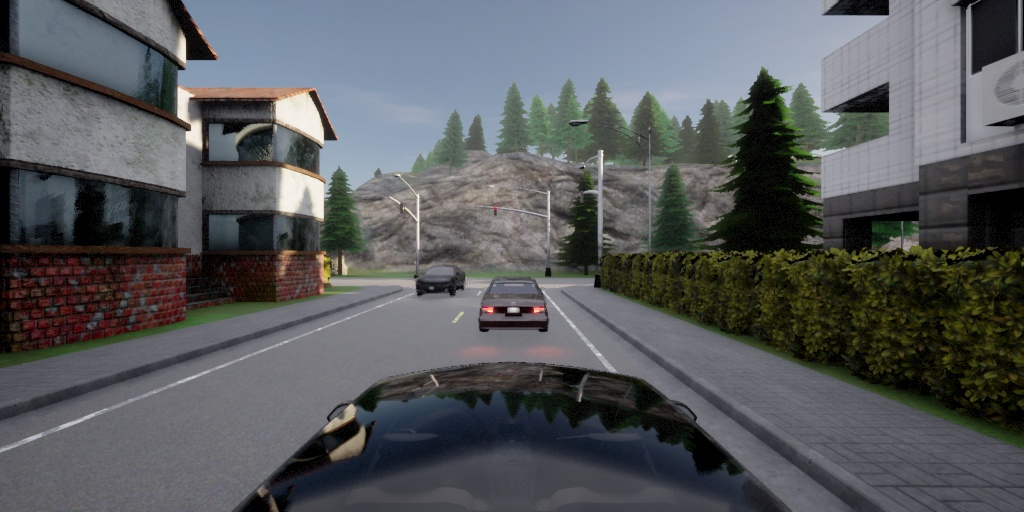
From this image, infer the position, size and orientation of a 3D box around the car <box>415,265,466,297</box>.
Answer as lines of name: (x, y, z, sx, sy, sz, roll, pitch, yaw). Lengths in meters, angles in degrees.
car: (-3.721, 1.227, 19.279, 1.882, 1.535, 5.008, -1, 0, 1)

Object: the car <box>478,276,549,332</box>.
car: (0.055, 1.297, 10.810, 2.033, 1.411, 5.357, 0, 0, 1)
